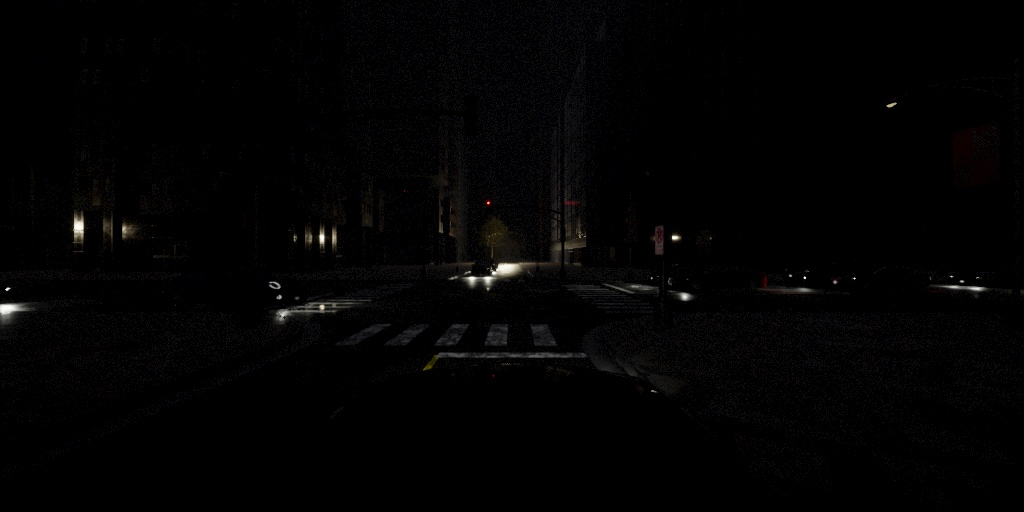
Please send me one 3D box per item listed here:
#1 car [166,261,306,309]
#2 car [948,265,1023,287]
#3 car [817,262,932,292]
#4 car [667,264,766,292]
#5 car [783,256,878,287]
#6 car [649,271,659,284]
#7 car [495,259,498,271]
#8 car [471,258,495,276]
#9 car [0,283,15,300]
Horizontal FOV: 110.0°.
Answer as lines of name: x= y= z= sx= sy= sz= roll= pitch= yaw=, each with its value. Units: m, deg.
car: x=-10.838 y=1.101 z=14.343 sx=4.553 sy=1.767 sz=2.097 roll=0 pitch=0 yaw=0
car: x=32.965 y=1.329 z=24.129 sx=5.357 sy=1.411 sz=2.033 roll=0 pitch=0 yaw=0
car: x=21.324 y=1.262 z=20.929 sx=4.902 sy=1.511 sz=2.128 roll=0 pitch=0 yaw=0
car: x=12.000 y=1.237 z=20.969 sx=5.008 sy=1.535 sz=1.882 roll=0 pitch=0 yaw=1
car: x=21.577 y=0.987 z=24.164 sx=5.566 sy=2.045 sz=2.150 roll=0 pitch=0 yaw=1
car: x=11.846 y=1.258 z=24.225 sx=4.892 sy=1.490 sz=1.837 roll=0 pitch=0 yaw=-1
car: x=-3.131 y=1.101 z=47.320 sx=2.097 sy=1.767 sz=4.553 roll=0 pitch=0 yaw=0
car: x=-3.114 y=1.227 z=37.539 sx=1.882 sy=1.535 sz=5.008 roll=0 pitch=0 yaw=1
car: x=-23.687 y=1.290 z=14.388 sx=5.357 sy=1.411 sz=2.033 roll=0 pitch=0 yaw=0
